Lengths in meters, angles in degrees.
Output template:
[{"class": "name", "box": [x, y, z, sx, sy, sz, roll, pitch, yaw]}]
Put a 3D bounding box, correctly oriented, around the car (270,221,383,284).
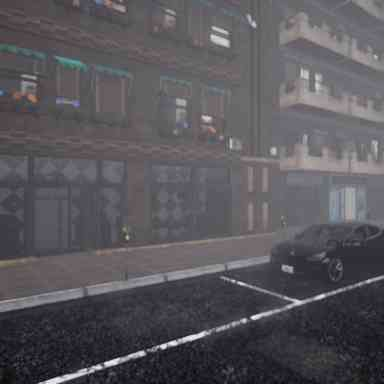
[{"class": "car", "box": [4.149, 1.535, 9.542, 4.313, 1.339, 1.947, 0, 0, -36]}]
